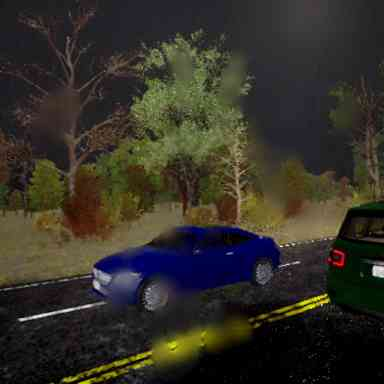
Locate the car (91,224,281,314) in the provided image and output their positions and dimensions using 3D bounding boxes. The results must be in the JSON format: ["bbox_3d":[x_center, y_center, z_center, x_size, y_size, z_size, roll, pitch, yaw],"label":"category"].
[{"bbox_3d":[0.084,1.502,7.705,4.674,1.442,1.812,-1,0,-35],"label":"car"}]

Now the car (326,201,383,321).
[{"bbox_3d":[4.726,1.163,6.310,5.566,2.045,2.150,-1,1,-40],"label":"car"}]
